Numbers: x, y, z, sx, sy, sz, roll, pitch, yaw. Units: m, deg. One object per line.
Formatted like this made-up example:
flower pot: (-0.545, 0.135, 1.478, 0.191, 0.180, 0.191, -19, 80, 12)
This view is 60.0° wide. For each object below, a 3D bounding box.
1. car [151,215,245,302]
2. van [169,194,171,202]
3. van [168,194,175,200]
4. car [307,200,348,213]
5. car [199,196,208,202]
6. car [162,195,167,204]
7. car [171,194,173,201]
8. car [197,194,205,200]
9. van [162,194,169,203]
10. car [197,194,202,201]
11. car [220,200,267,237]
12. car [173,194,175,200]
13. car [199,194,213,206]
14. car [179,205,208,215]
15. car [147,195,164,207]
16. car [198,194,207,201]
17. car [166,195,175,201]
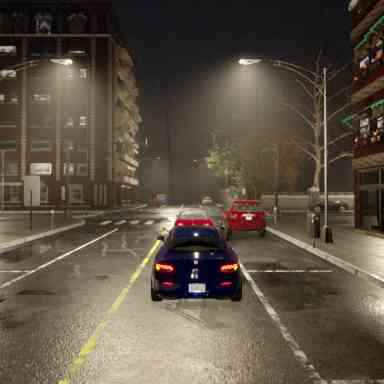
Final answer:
car: (0.088, 1.528, 8.157, 1.812, 1.442, 4.674, 0, 0, 0)
van: (-5.781, 1.385, 67.191, 1.690, 1.788, 3.998, 1, 0, 0)
van: (-5.826, 1.417, 94.884, 1.690, 1.788, 3.998, 1, 0, 0)
car: (15.153, 1.607, 37.144, 4.313, 1.339, 1.947, 0, -1, 0)
car: (2.576, 1.622, 78.274, 1.947, 1.339, 4.313, 1, 0, 0)
car: (-5.768, 1.616, 56.113, 1.802, 1.307, 4.206, 1, 0, 0)
car: (-5.794, 1.632, 72.730, 1.802, 1.307, 4.206, 1, 0, 0)
car: (2.554, 1.391, 94.887, 2.192, 1.841, 5.009, 1, 0, 0)
van: (-5.772, 1.380, 61.652, 1.690, 1.788, 3.998, 1, 0, 0)
car: (2.586, 1.601, 72.735, 2.008, 1.369, 4.403, 1, 0, 0)
car: (2.679, 1.322, 18.091, 2.192, 1.841, 5.009, 1, 0, 0)
car: (-5.803, 1.606, 78.268, 2.008, 1.369, 4.403, 1, 0, 0)
car: (2.613, 1.560, 56.291, 1.752, 1.417, 4.829, 1, 0, 0)
car: (0.071, 1.608, 17.900, 1.895, 1.301, 4.718, 0, 0, 0)
car: (-5.759, 1.612, 50.576, 1.802, 1.307, 4.206, 1, 0, 0)
car: (2.572, 1.377, 83.812, 2.192, 1.841, 5.009, 1, 0, 0)
car: (-5.821, 1.620, 89.346, 2.008, 1.369, 4.403, 1, 0, 0)
